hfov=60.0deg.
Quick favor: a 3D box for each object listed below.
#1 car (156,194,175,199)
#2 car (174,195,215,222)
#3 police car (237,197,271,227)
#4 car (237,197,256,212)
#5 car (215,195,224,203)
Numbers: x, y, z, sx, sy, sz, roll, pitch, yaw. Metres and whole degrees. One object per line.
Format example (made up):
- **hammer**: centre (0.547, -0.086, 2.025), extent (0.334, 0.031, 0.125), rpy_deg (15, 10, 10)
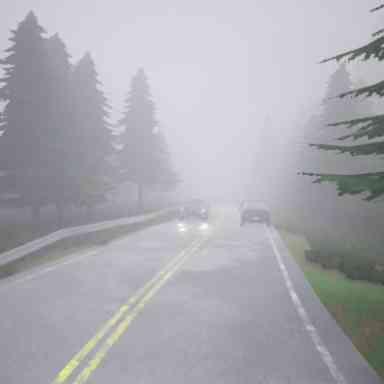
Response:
- **car**: centre (-5.747, 1.186, 72.730), extent (4.902, 1.511, 2.128), rpy_deg (-2, 3, 37)
- **car**: centre (0.323, 1.231, 25.455), extent (2.097, 1.767, 4.553), rpy_deg (1, 0, 8)
- **police car**: centre (4.302, 1.393, 22.868), extent (1.930, 1.638, 5.238), rpy_deg (1, 0, 9)
- **car**: centre (6.312, 1.407, 38.820), extent (1.837, 1.490, 4.892), rpy_deg (1, 0, 6)
- **car**: centre (4.064, 1.249, 59.709), extent (1.837, 1.490, 4.892), rpy_deg (-2, 1, -24)
